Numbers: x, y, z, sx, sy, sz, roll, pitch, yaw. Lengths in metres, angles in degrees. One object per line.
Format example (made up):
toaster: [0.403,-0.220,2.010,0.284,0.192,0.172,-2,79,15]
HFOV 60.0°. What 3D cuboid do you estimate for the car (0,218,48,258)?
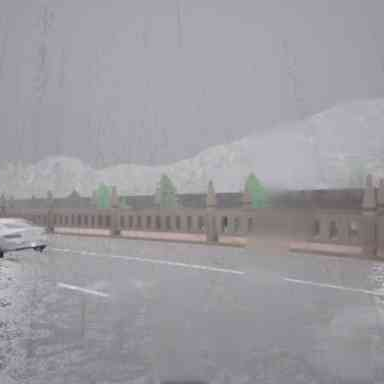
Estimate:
car: [-7.886,1.828,13.920,4.674,1.442,1.812,-2,-1,35]
